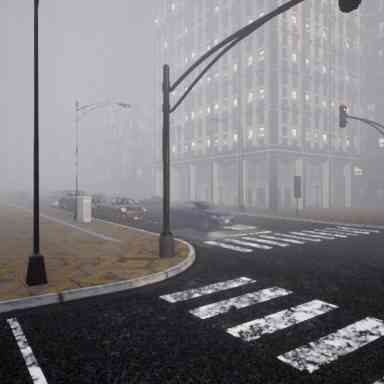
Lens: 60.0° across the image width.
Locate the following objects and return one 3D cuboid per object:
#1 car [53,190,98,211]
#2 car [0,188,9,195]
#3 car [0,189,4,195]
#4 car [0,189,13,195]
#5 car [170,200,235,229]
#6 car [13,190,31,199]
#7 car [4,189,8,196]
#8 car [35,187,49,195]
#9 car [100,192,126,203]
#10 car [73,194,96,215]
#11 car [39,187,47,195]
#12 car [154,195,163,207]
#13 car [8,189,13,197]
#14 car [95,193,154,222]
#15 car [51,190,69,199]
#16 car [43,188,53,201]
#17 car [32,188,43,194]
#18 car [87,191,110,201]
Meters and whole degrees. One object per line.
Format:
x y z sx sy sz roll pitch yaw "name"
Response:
-11.075 0.729 31.306 2.192 1.841 5.009 1 0 -36 "car"
-43.513 -0.113 76.642 1.887 1.381 4.507 1 0 -36 "car"
-37.027 0.107 67.575 2.008 1.369 4.403 1 0 -36 "car"
-40.271 0.015 72.108 1.947 1.339 4.313 1 0 -36 "car"
0.484 1.248 19.630 1.812 1.442 4.674 0 1 -37 "car"
-27.297 0.422 53.974 1.887 1.381 4.507 1 0 -36 "car"
-33.783 0.208 63.041 1.887 1.381 4.507 1 0 -36 "car"
-36.740 -0.357 81.585 2.192 1.841 5.009 1 0 -36 "car"
-10.889 0.707 45.442 1.752 1.417 4.829 1 0 -36 "car"
-7.839 1.103 26.773 1.802 1.307 4.206 1 0 -36 "car"
-33.501 -0.021 77.050 1.887 1.381 4.507 1 0 -36 "car"
-4.303 0.982 36.233 1.802 1.307 4.206 1 0 -36 "car"
-30.540 0.321 58.508 2.008 1.369 4.403 1 0 -36 "car"
-4.592 1.068 22.239 1.967 1.590 4.097 1 0 -36 "car"
-23.089 0.378 58.018 1.812 1.442 4.674 0 1 -36 "car"
-19.056 0.567 47.014 2.128 1.511 4.902 0 1 -35 "car"
-39.990 -0.213 86.121 1.947 1.339 4.313 1 0 -36 "car"
-14.036 0.643 49.839 1.947 1.339 4.313 1 0 -36 "car"
